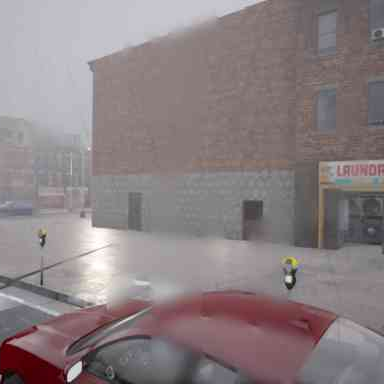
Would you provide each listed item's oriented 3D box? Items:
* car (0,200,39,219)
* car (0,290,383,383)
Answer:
[{"bbox_3d":[-17.574,1.622,32.641,2.097,1.767,4.553,1,0,36],"label":"car"},{"bbox_3d":[0.137,1.544,2.700,4.507,1.381,1.887,0,1,36],"label":"car"}]
